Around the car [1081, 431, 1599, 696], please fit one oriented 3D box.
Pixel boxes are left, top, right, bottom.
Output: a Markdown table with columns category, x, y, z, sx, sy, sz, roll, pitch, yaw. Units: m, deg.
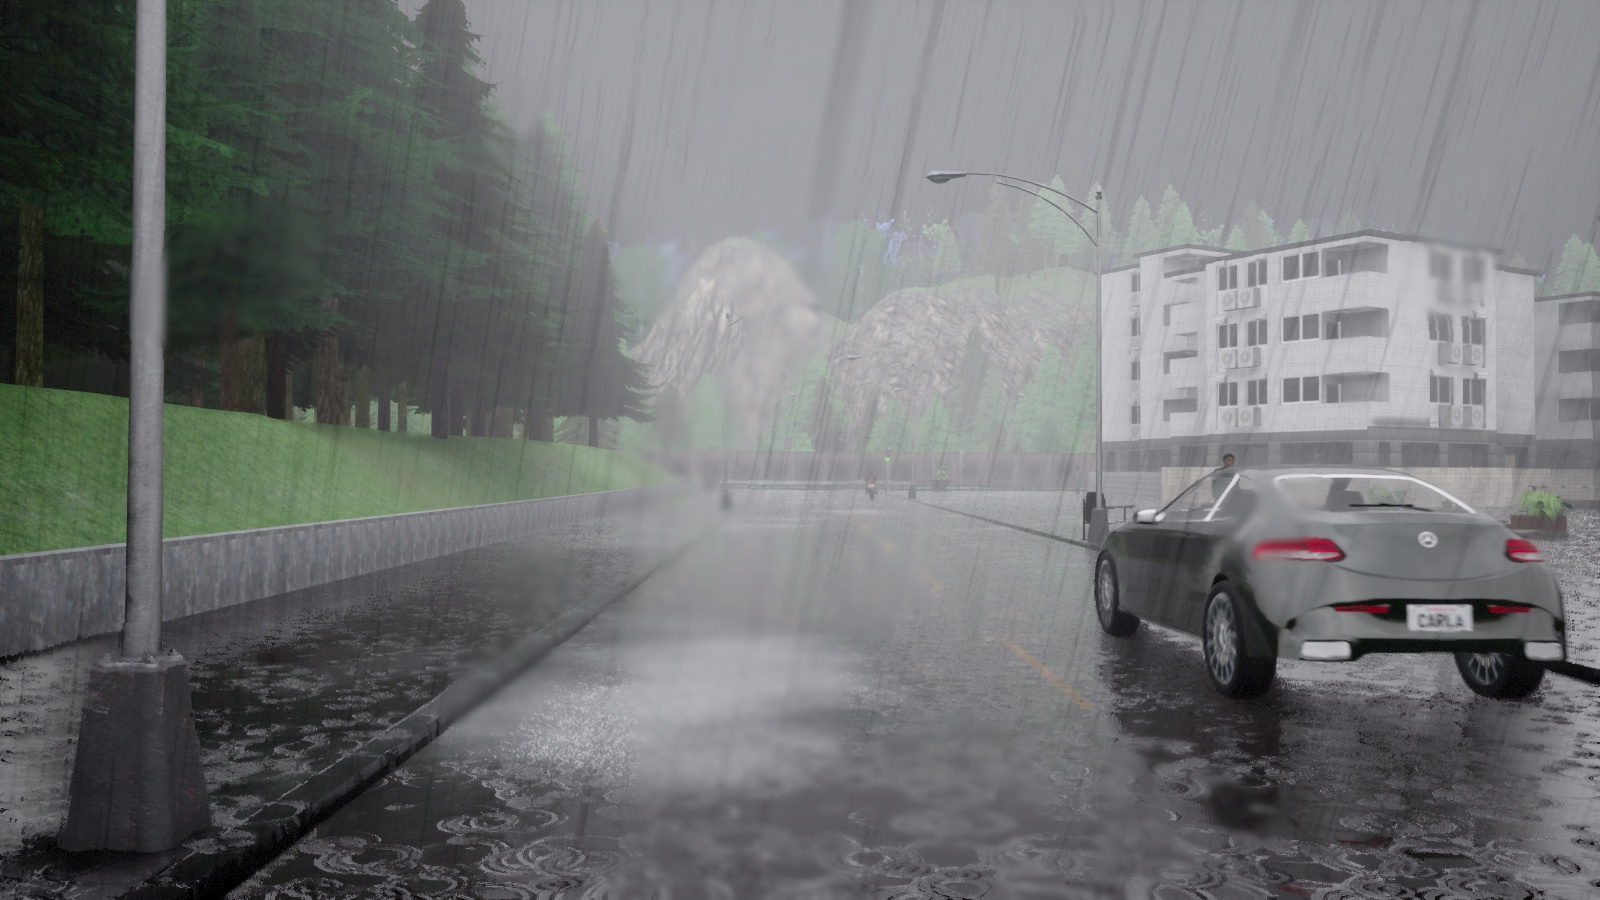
| category | x | y | z | sx | sy | sz | roll | pitch | yaw |
| --- | --- | --- | --- | --- | --- | --- | --- | --- | --- |
| car | 3.976 | 0.751 | 10.382 | 2.152 | 1.651 | 5.027 | 0 | -1 | 0 |

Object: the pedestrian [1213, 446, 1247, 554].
| category | x | y | z | sx | sy | sz | roll | pitch | yaw |
| --- | --- | --- | --- | --- | --- | --- | --- | --- | --- |
| pedestrian | 7.448 | 0.859 | 21.760 | 0.353 | 1.847 | 0.614 | 0 | -1 | 0 |
